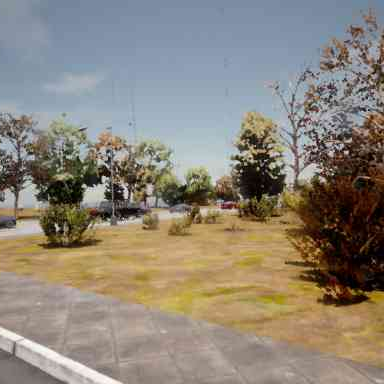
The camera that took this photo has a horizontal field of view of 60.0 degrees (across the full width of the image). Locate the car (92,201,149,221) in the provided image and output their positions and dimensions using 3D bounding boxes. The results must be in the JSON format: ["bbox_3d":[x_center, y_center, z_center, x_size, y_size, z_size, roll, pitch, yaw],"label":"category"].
[{"bbox_3d":[-7.532,1.968,35.543,2.150,2.045,5.566,-3,-2,32],"label":"car"}]

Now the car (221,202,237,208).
[{"bbox_3d":[6.954,2.414,58.597,1.882,1.535,5.008,-3,-2,32],"label":"car"}]

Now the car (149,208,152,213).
[{"bbox_3d":[-7.114,2.474,43.101,1.812,1.442,4.674,-3,-2,32],"label":"car"}]

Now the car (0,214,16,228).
[{"bbox_3d":[-16.988,2.453,27.684,1.994,1.385,4.181,-3,-2,34],"label":"car"}]

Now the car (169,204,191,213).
[{"bbox_3d":[-1.754,2.578,51.596,1.994,1.385,4.181,-3,-2,33],"label":"car"}]

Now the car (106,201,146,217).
[{"bbox_3d":[-9.100,2.342,46.542,2.150,2.045,5.566,-3,-2,32],"label":"car"}]
